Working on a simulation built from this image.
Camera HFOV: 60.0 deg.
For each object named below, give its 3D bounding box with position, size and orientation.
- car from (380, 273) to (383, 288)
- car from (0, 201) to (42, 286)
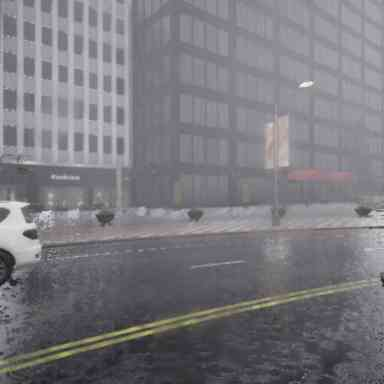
[{"bbox_3d":[6.529,1.538,7.028,5.357,1.411,2.033,0,0,-22],"label":"car"},{"bbox_3d":[-6.503,1.241,7.655,5.566,2.045,2.150,0,0,-36],"label":"car"}]
